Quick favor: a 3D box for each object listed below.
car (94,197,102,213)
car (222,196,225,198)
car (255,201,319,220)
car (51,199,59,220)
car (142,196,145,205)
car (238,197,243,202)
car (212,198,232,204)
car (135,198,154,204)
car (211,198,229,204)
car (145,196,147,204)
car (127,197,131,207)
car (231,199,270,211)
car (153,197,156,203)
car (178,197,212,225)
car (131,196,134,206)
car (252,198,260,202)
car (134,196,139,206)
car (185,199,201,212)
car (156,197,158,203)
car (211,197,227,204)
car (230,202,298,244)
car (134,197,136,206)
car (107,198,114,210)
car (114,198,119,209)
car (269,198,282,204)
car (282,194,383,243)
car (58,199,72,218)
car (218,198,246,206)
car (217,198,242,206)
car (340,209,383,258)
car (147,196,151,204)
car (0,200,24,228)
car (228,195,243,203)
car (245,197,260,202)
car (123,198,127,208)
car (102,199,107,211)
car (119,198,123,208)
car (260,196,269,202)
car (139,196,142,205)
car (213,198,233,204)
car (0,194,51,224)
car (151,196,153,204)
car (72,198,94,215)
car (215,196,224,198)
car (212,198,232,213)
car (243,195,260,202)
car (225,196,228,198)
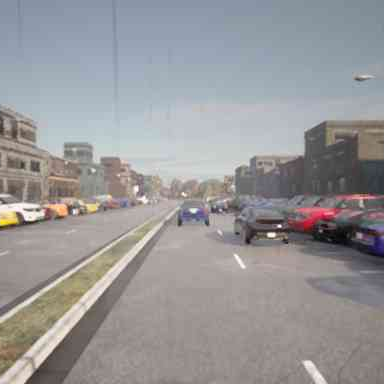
[{"bbox_3d":[-12.959,1.556,35.918,5.366,1.575,1.946,0,-1,0],"label":"car"},{"bbox_3d":[7.639,1.847,54.731,4.674,1.452,2.002,0,-1,0],"label":"car"},{"bbox_3d":[7.638,1.502,27.127,4.674,1.452,2.002,0,-1,0],"label":"car"},{"bbox_3d":[-12.794,1.470,24.681,4.674,1.452,2.002,0,-1,0],"label":"car"},{"bbox_3d":[-12.706,2.076,69.136,4.674,1.452,2.002,0,-1,0],"label":"car"},{"bbox_3d":[7.670,1.585,35.396,4.792,1.488,2.163,0,-1,0],"label":"car"},{"bbox_3d":[7.599,2.321,85.023,5.008,1.535,2.097,0,-1,0],"label":"car"},{"bbox_3d":[-12.699,2.408,88.712,4.792,1.488,2.163,0,-1,0],"label":"car"},{"bbox_3d":[7.591,2.472,90.667,4.674,1.452,2.002,0,-1,0],"label":"car"},{"bbox_3d":[-12.735,1.958,72.009,4.553,1.767,2.185,0,-1,0],"label":"car"},{"bbox_3d":[-12.735,1.783,52.590,5.008,1.535,2.097,0,-1,0],"label":"car"},{"bbox_3d":[7.612,1.685,43.668,4.792,1.488,2.163,0,-1,0],"label":"car"},{"bbox_3d":[-12.861,2.324,85.935,5.366,1.575,1.946,0,-1,0],"label":"car"},{"bbox_3d":[0.101,1.304,23.691,2.097,1.767,4.553,0,0,0],"label":"car"},{"bbox_3d":[-12.742,1.824,55.370,4.892,1.521,2.231,0,-1,0],"label":"car"},{"bbox_3d":[7.455,1.433,24.369,5.366,1.575,1.946,0,-1,0],"label":"car"},{"bbox_3d":[-12.754,1.934,60.801,4.792,1.488,2.163,0,-1,0],"label":"car"},{"bbox_3d":[0.101,1.621,41.051,1.882,1.535,5.008,0,0,0],"label":"car"},{"bbox_3d":[-12.671,2.427,91.367,5.008,1.535,2.097,0,-1,0],"label":"car"},{"bbox_3d":[7.557,2.358,93.297,4.553,1.767,2.185,0,-1,0],"label":"car"},{"bbox_3d":[3.100,1.427,15.369,1.837,1.490,4.892,0,0,0],"label":"car"},{"bbox_3d":[-12.728,1.902,58.023,4.674,1.452,2.002,0,-1,0],"label":"car"},{"bbox_3d":[-12.734,1.658,41.350,4.792,1.488,2.163,0,-1,0],"label":"car"},{"bbox_3d":[-12.763,1.665,44.129,5.008,1.535,2.097,0,-1,0],"label":"car"},{"bbox_3d":[7.612,1.155,18.861,5.566,2.045,2.435,0,0,0],"label":"car"},{"bbox_3d":[7.612,1.152,16.108,5.566,2.045,2.435,0,0,0],"label":"car"},{"bbox_3d":[-12.759,1.332,27.460,4.553,1.767,2.185,0,-1,0],"label":"car"},{"bbox_3d":[7.826,1.972,65.728,5.366,1.575,1.946,0,-1,0],"label":"car"},{"bbox_3d":[7.665,2.051,68.483,4.792,1.488,2.163,0,-1,0],"label":"car"},{"bbox_3d":[7.669,1.443,10.599,4.792,1.488,2.163,0,0,0],"label":"car"},{"bbox_3d":[-12.726,1.879,74.823,5.566,2.045,2.435,0,-1,0],"label":"car"},{"bbox_3d":[-12.992,1.395,19.128,5.366,1.575,1.946,0,0,0],"label":"car"},{"bbox_3d":[7.669,1.370,40.913,5.566,2.045,2.435,0,-1,0],"label":"car"},{"bbox_3d":[7.635,1.490,29.882,5.008,1.535,2.097,0,-1,0],"label":"car"},{"bbox_3d":[-12.776,1.771,49.686,4.792,1.488,2.163,0,-1,0],"label":"car"},{"bbox_3d":[-12.741,1.468,38.581,4.553,1.767,2.185,0,-1,0],"label":"car"},{"bbox_3d":[-12.746,1.704,46.908,4.892,1.521,2.231,0,-1,0],"label":"car"},{"bbox_3d":[7.612,1.168,21.619,5.566,2.045,2.435,0,0,0],"label":"car"},{"bbox_3d":[-12.727,1.949,63.581,4.892,1.521,2.231,0,-1,0],"label":"car"},{"bbox_3d":[7.612,2.307,82.265,4.674,1.452,2.002,0,-1,0],"label":"car"},{"bbox_3d":[-12.772,1.159,21.908,5.566,2.045,2.435,0,0,0],"label":"car"},{"bbox_3d":[-12.658,2.257,80.378,4.792,1.488,2.163,0,-1,0],"label":"car"},{"bbox_3d":[-12.785,1.526,33.139,4.892,1.521,2.231,0,-1,0],"label":"car"},{"bbox_3d":[7.456,1.928,62.965,5.366,1.575,1.946,0,-1,0],"label":"car"},{"bbox_3d":[3.100,1.712,38.410,1.895,1.301,4.718,0,-1,0],"label":"car"},{"bbox_3d":[7.672,1.397,32.640,4.553,1.767,2.185,0,-1,0],"label":"car"},{"bbox_3d":[7.610,1.603,49.183,4.553,1.767,2.185,0,-1,0],"label":"car"}]
